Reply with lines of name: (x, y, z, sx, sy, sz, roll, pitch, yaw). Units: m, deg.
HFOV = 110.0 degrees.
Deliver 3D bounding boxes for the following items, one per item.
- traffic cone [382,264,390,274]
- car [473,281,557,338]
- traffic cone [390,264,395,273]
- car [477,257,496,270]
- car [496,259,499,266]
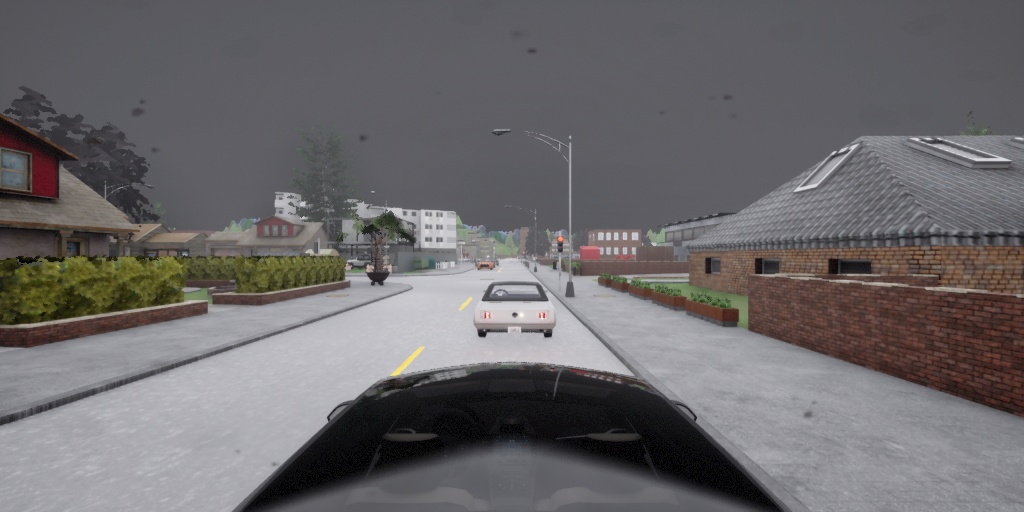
traffic cone: (-15.526, 1.561, 44.141, 0.344, 0.586, 0.344, 0, 0, 0)
car: (0.096, 1.351, 10.191, 1.895, 1.301, 4.718, 0, 0, 1)
traffic cone: (-15.162, 1.558, 44.708, 0.344, 0.586, 0.344, 0, 0, 0)
car: (-3.826, 1.102, 52.297, 2.097, 1.767, 4.553, 0, 0, 0)
car: (-3.755, 1.255, 61.678, 1.837, 1.490, 4.892, 0, 0, 1)
